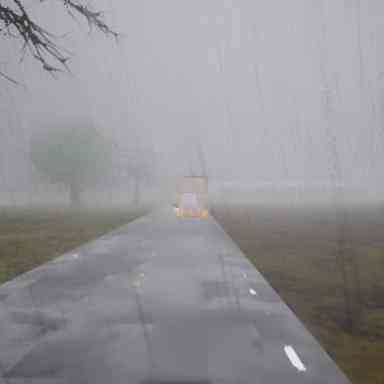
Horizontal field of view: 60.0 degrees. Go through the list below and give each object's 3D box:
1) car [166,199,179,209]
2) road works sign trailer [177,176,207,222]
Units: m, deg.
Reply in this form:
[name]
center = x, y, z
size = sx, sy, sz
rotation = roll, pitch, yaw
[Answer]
[car]
center = -2.814, 1.691, 49.093
size = 2.033, 1.411, 5.357
rotation = 0, 0, 0
[road works sign trailer]
center = 0.016, 0.490, 26.386
size = 2.380, 3.560, 2.880
rotation = 0, 0, 1
